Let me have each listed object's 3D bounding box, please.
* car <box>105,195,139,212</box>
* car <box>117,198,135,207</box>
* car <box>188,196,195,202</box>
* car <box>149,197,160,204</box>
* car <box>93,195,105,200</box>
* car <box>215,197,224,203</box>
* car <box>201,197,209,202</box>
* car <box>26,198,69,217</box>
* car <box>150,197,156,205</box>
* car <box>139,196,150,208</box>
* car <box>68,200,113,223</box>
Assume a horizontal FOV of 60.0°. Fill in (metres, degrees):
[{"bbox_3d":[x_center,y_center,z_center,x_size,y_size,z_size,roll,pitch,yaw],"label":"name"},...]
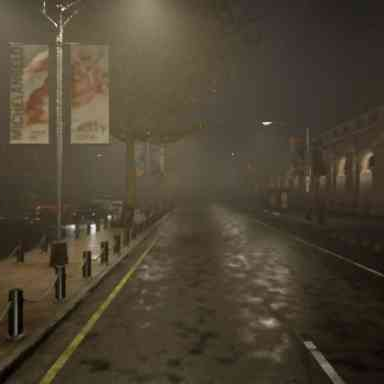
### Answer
[{"bbox_3d":[-8.115,1.405,39.075,2.150,2.045,5.566,0,0,0],"label":"car"},{"bbox_3d":[-11.548,1.764,58.545,2.128,1.511,4.902,0,0,0],"label":"car"},{"bbox_3d":[-0.052,1.887,88.076,1.882,1.535,5.008,0,0,0],"label":"car"},{"bbox_3d":[-8.042,1.856,71.597,1.812,1.442,4.674,0,0,0],"label":"car"},{"bbox_3d":[-11.606,1.425,44.021,2.150,2.045,5.566,0,0,0],"label":"car"},{"bbox_3d":[6.702,1.971,80.904,1.895,1.301,4.718,0,0,0],"label":"car"},{"bbox_3d":[3.448,1.949,88.124,2.033,1.411,5.357,0,0,0],"label":"car"},{"bbox_3d":[-14.302,1.509,33.689,2.097,1.767,4.553,0,0,29],"label":"car"},{"bbox_3d":[-8.039,1.811,61.510,1.812,1.442,4.674,0,0,0],"label":"car"},{"bbox_3d":[-8.084,1.724,50.109,2.128,1.511,4.902,0,0,0],"label":"car"},{"bbox_3d":[-8.110,1.651,27.009,1.812,1.442,4.674,0,0,0],"label":"car"}]
